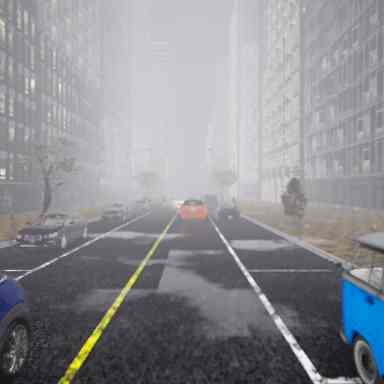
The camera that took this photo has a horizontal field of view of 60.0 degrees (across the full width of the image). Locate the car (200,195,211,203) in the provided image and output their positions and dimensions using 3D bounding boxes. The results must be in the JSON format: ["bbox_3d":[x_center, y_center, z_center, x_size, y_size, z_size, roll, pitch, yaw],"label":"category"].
[{"bbox_3d":[2.644,1.319,65.188,1.967,1.590,4.097,-1,0,0],"label":"car"}]

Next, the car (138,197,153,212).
[{"bbox_3d":[-5.719,1.514,36.765,1.802,1.307,4.206,-1,0,0],"label":"car"}]

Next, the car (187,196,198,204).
[{"bbox_3d":[0.064,1.448,61.898,1.994,1.385,4.181,0,0,0],"label":"car"}]

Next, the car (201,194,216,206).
[{"bbox_3d":[2.649,1.216,53.821,2.192,1.841,5.009,-1,0,0],"label":"car"}]

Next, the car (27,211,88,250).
[{"bbox_3d":[-5.707,1.525,14.031,2.008,1.369,4.403,-1,0,0],"label":"car"}]

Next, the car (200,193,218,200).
[{"bbox_3d":[2.652,1.227,48.137,2.192,1.841,5.009,-1,0,0],"label":"car"}]

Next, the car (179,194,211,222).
[{"bbox_3d":[0.088,1.305,25.710,2.097,1.767,4.553,0,0,0],"label":"car"}]

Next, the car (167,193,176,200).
[{"bbox_3d":[-5.753,1.135,93.602,2.192,1.841,5.009,-1,0,0],"label":"car"}]

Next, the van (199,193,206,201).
[{"bbox_3d":[2.633,1.185,82.239,1.690,1.788,3.998,-1,0,0],"label":"van"}]

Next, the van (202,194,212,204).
[{"bbox_3d":[2.646,1.231,59.505,1.690,1.788,3.998,-1,0,0],"label":"van"}]

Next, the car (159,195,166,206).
[{"bbox_3d":[-5.729,1.426,53.647,1.752,1.417,4.829,-1,0,0],"label":"car"}]

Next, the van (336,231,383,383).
[{"bbox_3d":[2.678,1.336,2.668,1.690,1.788,3.998,-1,0,0],"label":"van"}]

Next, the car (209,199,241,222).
[{"bbox_3d":[2.668,1.505,25.403,2.008,1.369,4.403,-1,0,0],"label":"car"}]

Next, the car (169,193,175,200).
[{"bbox_3d":[-5.742,1.406,76.551,2.008,1.369,4.403,-1,0,0],"label":"car"}]

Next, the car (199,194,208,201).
[{"bbox_3d":[2.637,1.296,76.556,1.967,1.590,4.097,-1,0,0],"label":"car"}]

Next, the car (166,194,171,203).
[{"bbox_3d":[-5.736,1.444,65.184,1.947,1.339,4.313,-1,0,0],"label":"car"}]

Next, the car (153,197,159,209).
[{"bbox_3d":[-5.724,1.362,42.449,1.967,1.590,4.097,-1,0,0],"label":"car"}]

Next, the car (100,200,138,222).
[{"bbox_3d":[-5.713,1.504,25.398,2.008,1.369,4.403,-1,0,0],"label":"car"}]

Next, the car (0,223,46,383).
[{"bbox_3d":[-3.101,1.347,2.325,2.097,1.767,4.553,0,0,0],"label":"car"}]
